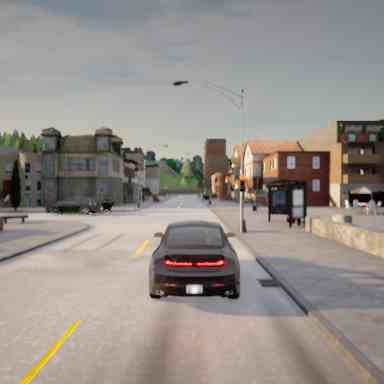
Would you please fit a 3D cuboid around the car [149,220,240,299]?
[{"bbox_3d":[0.068,1.466,8.335,1.837,1.490,4.892,0,0,1],"label":"car"}]

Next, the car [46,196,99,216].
[{"bbox_3d":[-11.040,1.212,30.744,4.553,1.767,2.097,0,0,5],"label":"car"}]
